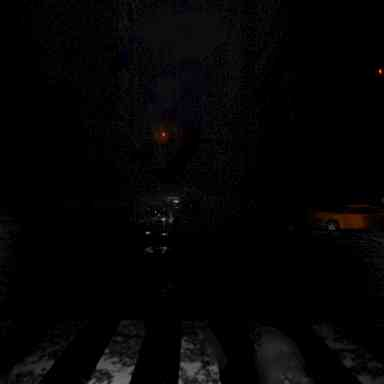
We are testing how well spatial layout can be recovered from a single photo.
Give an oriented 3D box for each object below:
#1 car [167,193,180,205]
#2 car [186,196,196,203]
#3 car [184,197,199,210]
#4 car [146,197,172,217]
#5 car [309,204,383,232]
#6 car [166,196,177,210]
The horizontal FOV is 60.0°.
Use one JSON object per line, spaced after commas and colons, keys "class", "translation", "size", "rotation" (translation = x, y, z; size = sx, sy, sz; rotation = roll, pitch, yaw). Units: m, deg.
{"class": "car", "translation": [-3.285, 1.184, 57.286], "size": [2.150, 2.045, 5.566], "rotation": [0, 1, 0]}
{"class": "car", "translation": [-0.191, 1.564, 67.137], "size": [1.895, 1.301, 4.718], "rotation": [0, 0, 0]}
{"class": "car", "translation": [-0.069, 1.466, 43.368], "size": [2.128, 1.511, 4.902], "rotation": [0, 0, 0]}
{"class": "car", "translation": [-3.221, 1.507, 31.650], "size": [1.812, 1.442, 4.674], "rotation": [0, 0, -1]}
{"class": "car", "translation": [9.522, 1.489, 19.635], "size": [5.008, 1.535, 1.882], "rotation": [0, 1, 0]}
{"class": "car", "translation": [-3.262, 1.576, 41.949], "size": [1.895, 1.301, 4.718], "rotation": [0, 0, 0]}
